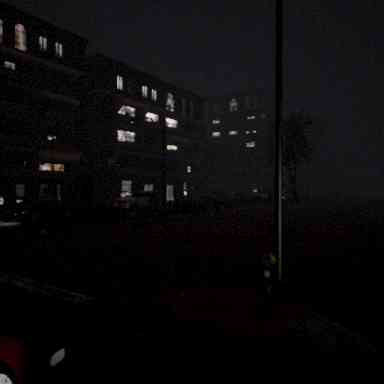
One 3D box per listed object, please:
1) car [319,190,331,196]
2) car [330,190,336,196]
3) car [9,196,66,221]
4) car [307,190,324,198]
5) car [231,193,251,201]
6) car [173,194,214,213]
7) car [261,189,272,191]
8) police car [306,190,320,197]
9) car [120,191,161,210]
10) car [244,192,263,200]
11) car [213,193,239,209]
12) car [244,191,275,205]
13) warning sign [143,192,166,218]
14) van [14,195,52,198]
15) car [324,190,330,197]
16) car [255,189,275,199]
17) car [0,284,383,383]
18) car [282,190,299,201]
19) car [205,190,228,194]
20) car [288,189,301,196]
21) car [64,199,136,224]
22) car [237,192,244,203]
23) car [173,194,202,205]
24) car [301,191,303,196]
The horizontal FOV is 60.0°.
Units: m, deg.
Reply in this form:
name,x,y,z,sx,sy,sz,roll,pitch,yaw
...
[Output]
name,x,y,z,sx,sy,sz,roll,pitch,yaw
car,33.843,0.204,84.643,1.801,1.575,5.366,0,1,35
car,34.917,0.203,82.997,1.967,1.590,4.097,1,2,35
car,-11.557,1.378,26.356,1.837,1.490,4.892,0,1,35
car,25.377,0.568,69.286,2.008,1.369,4.403,1,2,35
car,8.956,0.819,60.358,1.947,1.339,4.313,1,2,35
car,-0.067,1.247,32.712,1.887,1.381,4.507,1,2,35
car,13.423,0.763,56.833,2.128,1.511,4.902,0,1,35
police car,27.918,0.326,76.470,1.930,1.638,5.238,0,1,32
car,-5.605,0.928,34.911,2.150,2.045,5.566,0,1,35
car,12.040,0.696,64.788,1.752,1.417,4.829,1,2,35
car,3.113,1.166,37.284,2.008,1.369,4.403,1,2,35
car,9.474,0.994,46.428,2.008,1.369,4.403,1,2,35
warning sign,-2.811,0.951,24.650,1.300,1.860,1.060,-1,-1,35
van,-13.305,1.198,28.352,1.690,1.788,3.998,1,2,35
car,28.556,0.483,73.856,2.008,1.369,4.403,1,2,35
car,15.319,0.398,69.495,2.192,1.841,5.009,1,2,35
car,-0.071,1.554,2.920,4.507,1.381,1.887,0,0,36
car,15.933,0.795,55.710,1.752,1.417,4.829,1,2,35
car,3.300,0.689,47.636,2.150,2.045,5.566,0,1,36
car,24.859,0.144,83.209,2.192,1.841,5.009,1,2,35
car,-6.427,1.442,23.571,1.947,1.339,4.313,1,2,35
car,7.725,0.778,48.559,2.097,1.767,4.553,0,1,35
car,-0.585,1.076,46.643,1.947,1.339,4.313,1,2,35
car,28.038,0.289,87.786,1.887,1.381,4.507,1,2,35
